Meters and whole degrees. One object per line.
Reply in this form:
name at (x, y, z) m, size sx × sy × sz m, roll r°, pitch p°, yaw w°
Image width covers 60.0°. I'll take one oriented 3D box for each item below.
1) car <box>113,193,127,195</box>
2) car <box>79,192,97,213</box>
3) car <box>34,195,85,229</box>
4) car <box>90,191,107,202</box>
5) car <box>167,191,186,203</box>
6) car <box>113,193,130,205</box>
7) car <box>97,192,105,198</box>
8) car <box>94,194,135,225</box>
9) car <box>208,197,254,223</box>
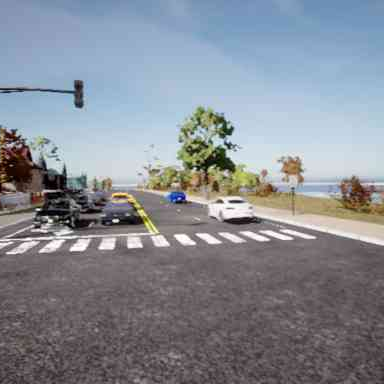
car at (-6.586, 0.868, 30.538) m, size 1.882 × 1.535 × 5.008 m, roll -1°, pitch 1°, yaw -12°
car at (-9.439, 0.992, 28.226) m, size 1.837 × 1.490 × 4.892 m, roll -1°, pitch 1°, yaw -11°
car at (-7.562, 1.172, 19.006) m, size 1.837 × 1.490 × 4.892 m, roll -1°, pitch 1°, yaw -11°
car at (-13.466, 0.651, 48.213) m, size 2.033 × 1.411 × 5.357 m, roll -1°, pitch 1°, yaw -12°
car at (-2.001, 0.553, 41.332) m, size 1.882 × 1.535 × 5.008 m, roll -1°, pitch 1°, yaw -12°
car at (-8.534, 0.801, 40.356) m, size 1.895 × 1.301 × 4.718 m, roll -1°, pitch 1°, yaw -12°
car at (-11.382, 0.843, 38.061) m, size 2.033 × 1.411 × 5.357 m, roll -1°, pitch 1°, yaw -12°
car at (-4.569, 1.128, 20.763) m, size 2.033 × 1.411 × 5.357 m, roll -1°, pitch 1°, yaw -9°
car at (2.286, 1.007, 20.451) m, size 1.812 × 1.442 × 4.674 m, roll -1°, pitch 1°, yaw -12°
